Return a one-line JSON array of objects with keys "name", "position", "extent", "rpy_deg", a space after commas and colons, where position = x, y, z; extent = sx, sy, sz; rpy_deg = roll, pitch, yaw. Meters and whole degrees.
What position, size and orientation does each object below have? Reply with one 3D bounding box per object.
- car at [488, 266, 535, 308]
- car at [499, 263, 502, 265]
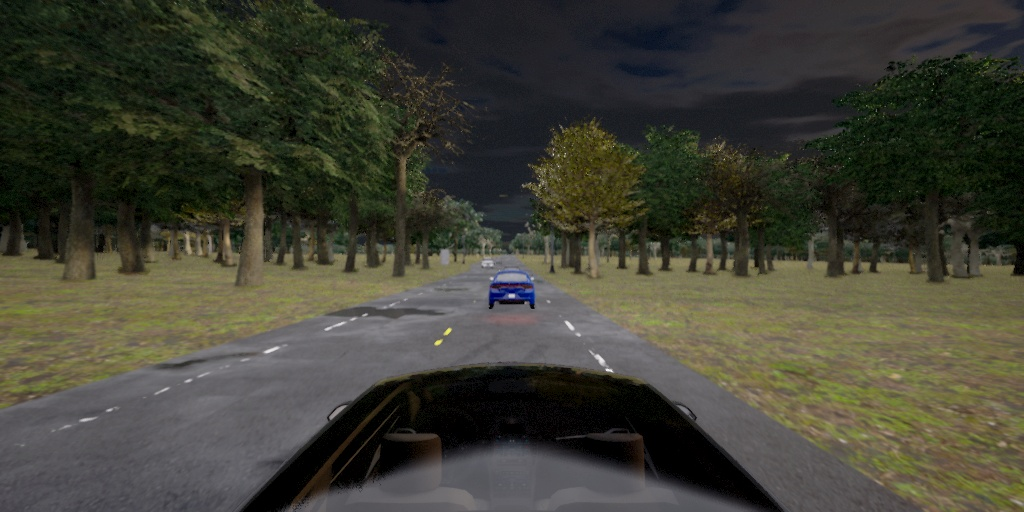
[{"name": "car", "position": [0.007, 1.377, 16.086], "extent": [1.882, 1.535, 5.008], "rpy_deg": [0, 0, 0]}, {"name": "car", "position": [-0.033, 1.571, 29.375], "extent": [2.033, 1.411, 5.357], "rpy_deg": [0, 0, 0]}]
